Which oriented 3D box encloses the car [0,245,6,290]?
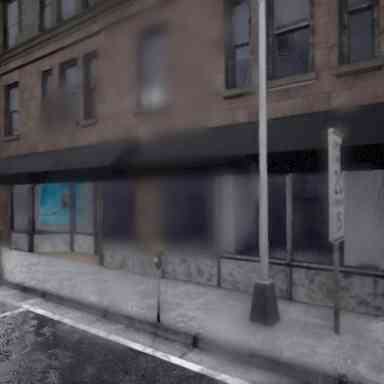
[{"bbox_3d":[-5.974,1.402,7.156,5.009,1.841,2.192,-1,0,36],"label":"car"}]
